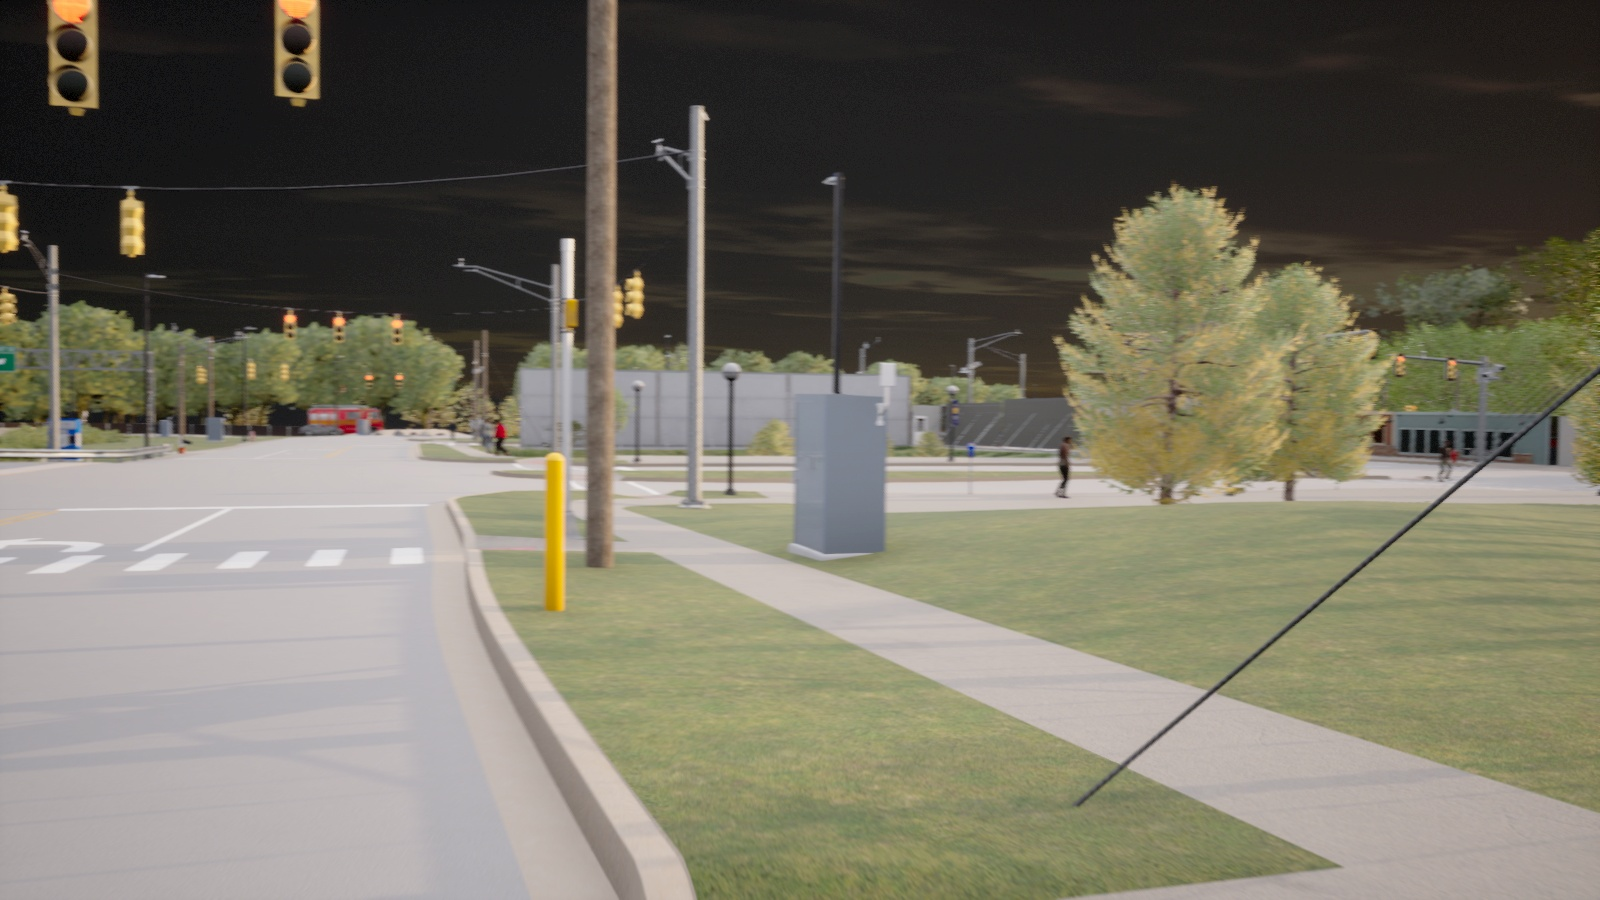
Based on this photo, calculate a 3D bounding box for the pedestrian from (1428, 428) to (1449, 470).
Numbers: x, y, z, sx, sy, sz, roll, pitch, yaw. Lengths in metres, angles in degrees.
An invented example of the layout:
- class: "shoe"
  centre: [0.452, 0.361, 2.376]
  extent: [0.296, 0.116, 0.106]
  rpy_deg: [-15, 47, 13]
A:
- class: "pedestrian"
  centre: [28.098, -0.055, 55.292]
  extent: [0.431, 1.840, 0.703]
  rpy_deg: [-1, 2, -16]

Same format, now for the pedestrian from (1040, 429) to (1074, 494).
- class: "pedestrian"
  centre: [7.266, 0.317, 35.515]
  extent: [0.869, 1.805, 0.328]
  rpy_deg: [-1, 2, -19]

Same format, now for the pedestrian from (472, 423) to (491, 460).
- class: "pedestrian"
  centre: [-16.133, -0.434, 63.591]
  extent: [0.874, 1.855, 0.900]
  rpy_deg: [-1, 2, -19]

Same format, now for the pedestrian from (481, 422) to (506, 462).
- class: "pedestrian"
  centre: [-14.349, -0.370, 58.759]
  extent: [0.899, 1.844, 0.634]
  rpy_deg: [0, 2, 17]
